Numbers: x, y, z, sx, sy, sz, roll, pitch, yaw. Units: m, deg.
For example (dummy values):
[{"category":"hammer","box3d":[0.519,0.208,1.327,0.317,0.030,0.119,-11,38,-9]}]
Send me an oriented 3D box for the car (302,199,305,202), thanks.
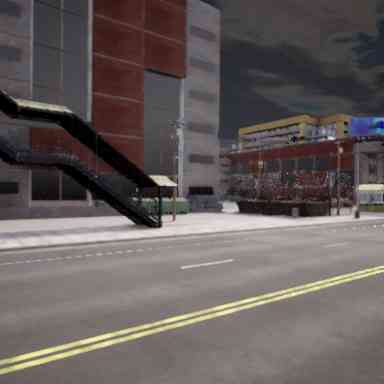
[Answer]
[{"category":"car","box3d":[18.793,1.878,57.943,4.193,1.474,1.816,1,0,-36]}]
